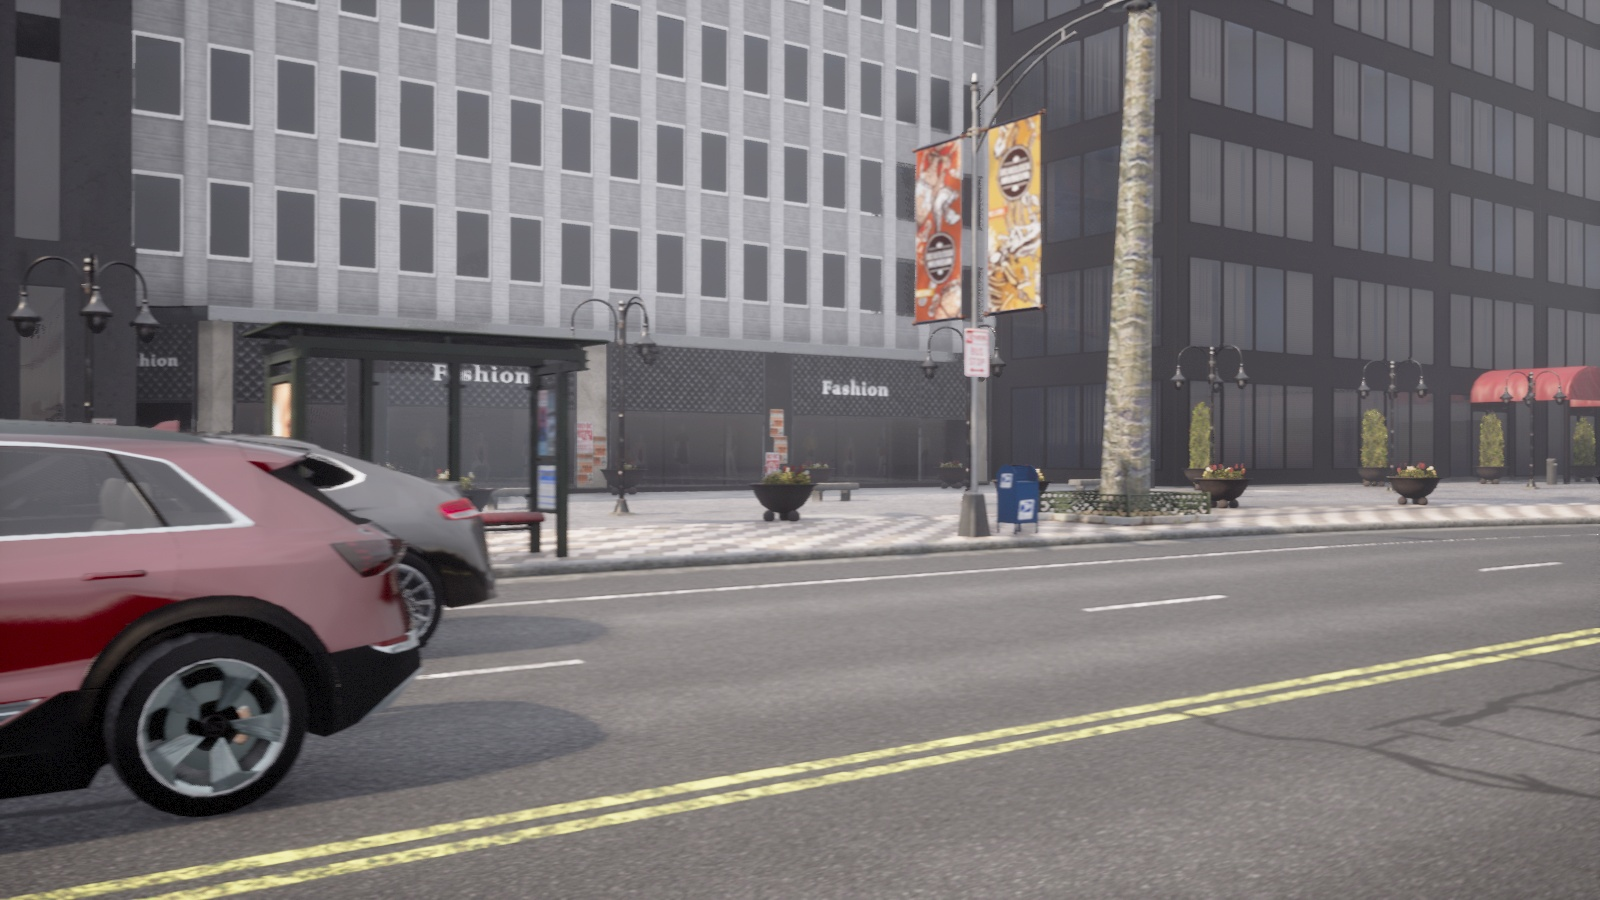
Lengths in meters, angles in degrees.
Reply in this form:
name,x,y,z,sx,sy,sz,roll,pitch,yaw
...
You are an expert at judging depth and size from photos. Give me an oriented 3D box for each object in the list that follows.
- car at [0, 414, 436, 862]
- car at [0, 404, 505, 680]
name,x,y,z,sx,sy,sz,roll,pitch,yaw
car,-4.186,0.696,5.010,4.856,1.649,2.033,0,0,-35
car,-4.875,0.555,8.796,5.027,1.651,2.152,0,0,-35
